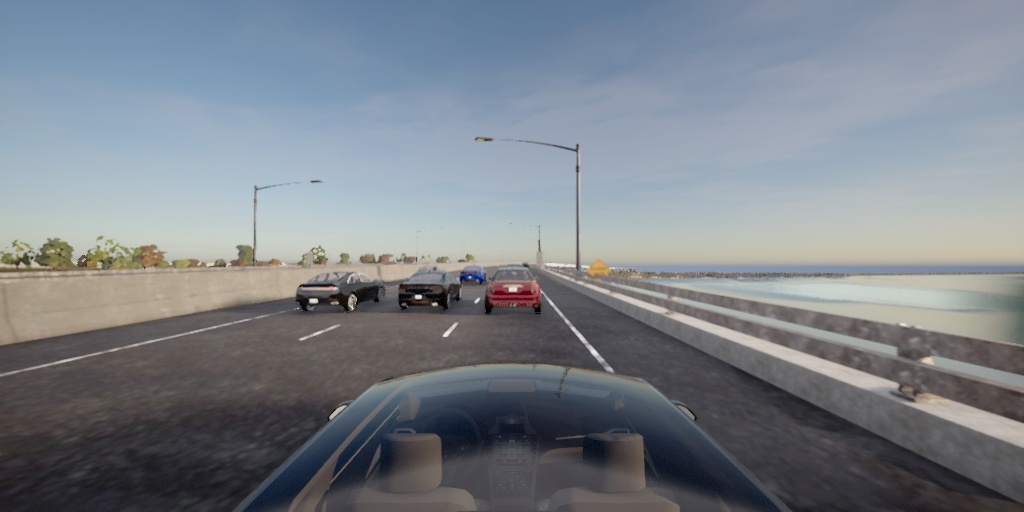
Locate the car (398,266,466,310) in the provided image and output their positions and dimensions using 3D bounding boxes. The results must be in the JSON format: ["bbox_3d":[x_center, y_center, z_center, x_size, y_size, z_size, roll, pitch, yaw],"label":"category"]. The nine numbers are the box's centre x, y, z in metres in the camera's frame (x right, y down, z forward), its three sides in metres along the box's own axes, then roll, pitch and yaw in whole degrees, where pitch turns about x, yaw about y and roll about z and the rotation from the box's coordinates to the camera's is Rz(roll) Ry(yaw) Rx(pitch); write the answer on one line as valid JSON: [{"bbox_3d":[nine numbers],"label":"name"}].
[{"bbox_3d":[-3.423,1.381,15.738,1.882,1.535,5.008,0,0,1],"label":"car"}]

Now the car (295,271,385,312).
[{"bbox_3d":[-6.936,1.389,15.025,2.128,1.511,4.902,0,0,1],"label":"car"}]

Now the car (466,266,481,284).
[{"bbox_3d":[-3.243,1.552,30.667,1.882,1.535,5.008,0,0,1],"label":"car"}]

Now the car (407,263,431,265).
[{"bbox_3d":[-6.762,1.560,29.981,2.128,1.511,4.902,0,-1,1],"label":"car"}]

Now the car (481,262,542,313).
[{"bbox_3d":[0.064,1.245,14.921,2.097,1.767,4.553,0,-1,1],"label":"car"}]

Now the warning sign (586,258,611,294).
[{"bbox_3d":[4.627,1.055,19.058,1.300,1.860,1.060,0,0,1],"label":"warning sign"}]
